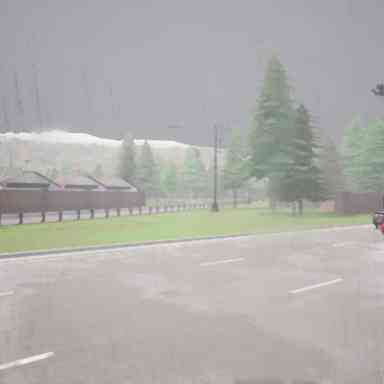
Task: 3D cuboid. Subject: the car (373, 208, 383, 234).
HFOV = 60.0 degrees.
[{"bbox_3d":[11.388,1.415,16.171,5.566,2.045,2.150,0,0,-35],"label":"car"}]
